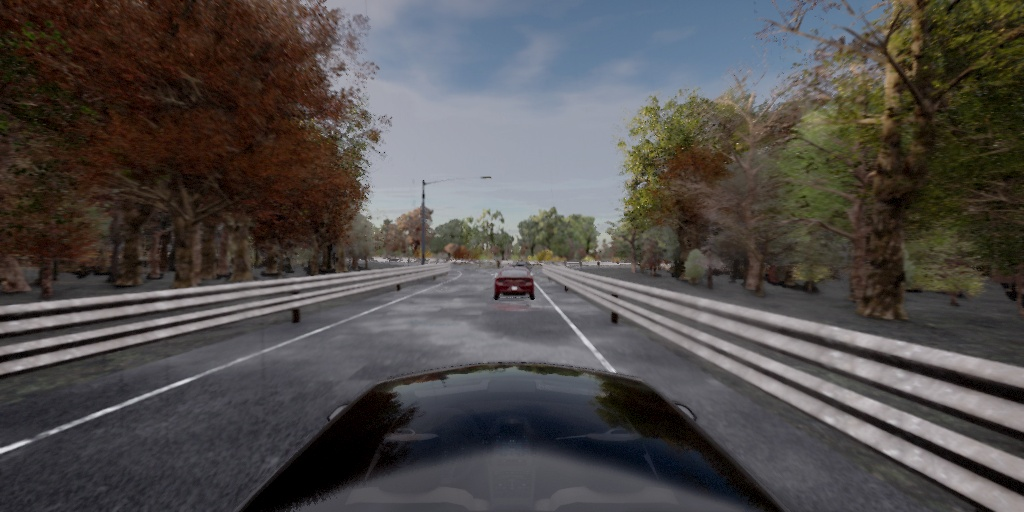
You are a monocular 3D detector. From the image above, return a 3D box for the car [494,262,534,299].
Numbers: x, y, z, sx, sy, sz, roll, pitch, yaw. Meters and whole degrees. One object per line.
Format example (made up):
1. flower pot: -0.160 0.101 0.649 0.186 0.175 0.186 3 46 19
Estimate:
1. car: 0.112 1.289 18.592 1.882 1.535 5.008 0 0 0
